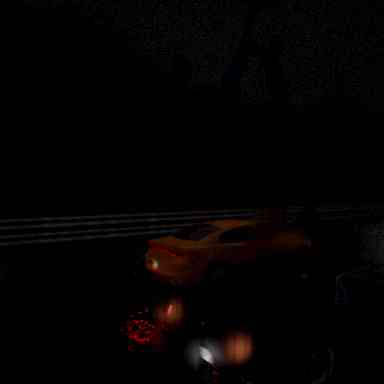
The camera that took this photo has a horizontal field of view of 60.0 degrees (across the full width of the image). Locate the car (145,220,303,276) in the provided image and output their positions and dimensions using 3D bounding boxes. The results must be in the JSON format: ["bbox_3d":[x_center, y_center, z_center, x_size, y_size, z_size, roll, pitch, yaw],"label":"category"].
[{"bbox_3d":[1.190,1.482,8.895,5.008,1.535,1.882,0,0,-36],"label":"car"}]

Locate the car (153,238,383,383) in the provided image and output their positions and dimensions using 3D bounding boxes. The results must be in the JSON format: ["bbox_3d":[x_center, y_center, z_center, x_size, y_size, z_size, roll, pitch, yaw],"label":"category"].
[{"bbox_3d":[1.973,1.604,5.155,4.718,1.301,1.895,0,0,-35],"label":"car"}]
